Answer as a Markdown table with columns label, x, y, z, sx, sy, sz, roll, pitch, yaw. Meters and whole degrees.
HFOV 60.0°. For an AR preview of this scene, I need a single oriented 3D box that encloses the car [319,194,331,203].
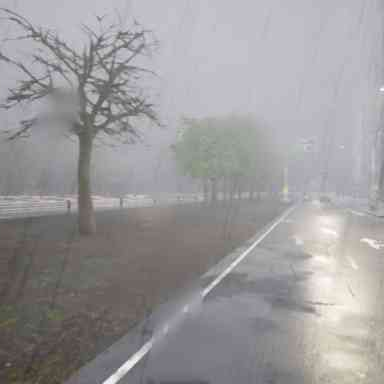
| label | x | y | z | sx | sy | sz | roll | pitch | yaw |
| --- | --- | --- | --- | --- | --- | --- | --- | --- | --- |
| car | 26.753 | 1.478 | 66.673 | 2.128 | 1.511 | 4.902 | 1 | 0 | 19 |

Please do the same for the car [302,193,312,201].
| label | x | y | z | sx | sy | sz | roll | pitch | yaw |
| --- | --- | --- | --- | --- | --- | --- | --- | --- | --- |
| car | 26.907 | 1.069 | 77.633 | 2.097 | 1.767 | 4.553 | 1 | 0 | 19 |

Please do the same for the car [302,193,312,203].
| label | x | y | z | sx | sy | sz | roll | pitch | yaw |
| --- | --- | --- | --- | --- | --- | --- | --- | --- | --- |
| car | 23.452 | 1.442 | 67.837 | 2.033 | 1.411 | 5.357 | 1 | 0 | 19 |

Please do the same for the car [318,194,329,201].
| label | x | y | z | sx | sy | sz | roll | pitch | yaw |
| --- | --- | --- | --- | --- | --- | --- | --- | --- | --- |
| car | 30.216 | 1.289 | 76.500 | 2.128 | 1.511 | 4.902 | 1 | 0 | 19 |
